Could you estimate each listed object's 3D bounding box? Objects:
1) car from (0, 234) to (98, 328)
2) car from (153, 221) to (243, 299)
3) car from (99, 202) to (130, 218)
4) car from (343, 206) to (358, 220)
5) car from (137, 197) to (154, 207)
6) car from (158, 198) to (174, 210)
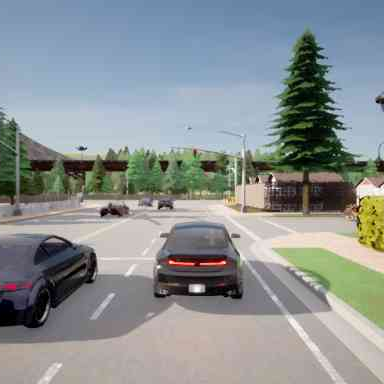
[{"bbox_3d":[-3.420,1.564,6.979,1.994,1.385,4.181,0,0,0],"label":"car"},{"bbox_3d":[0.193,1.505,8.465,1.837,1.490,4.892,0,0,2],"label":"car"},{"bbox_3d":[-7.106,1.600,30.763,1.895,1.301,4.718,0,0,0],"label":"car"},{"bbox_3d":[13.854,1.313,25.021,4.553,1.767,2.097,0,0,-1],"label":"car"},{"bbox_3d":[-7.014,1.545,50.738,1.812,1.442,4.674,0,0,0],"label":"car"},{"bbox_3d":[-3.411,1.504,43.737,1.837,1.490,4.892,0,0,0],"label":"car"}]
